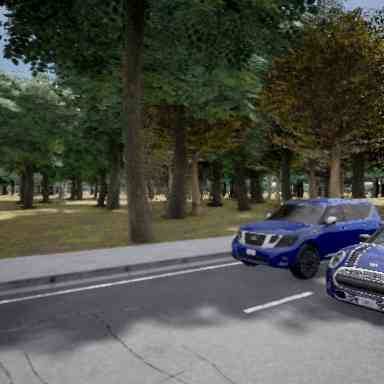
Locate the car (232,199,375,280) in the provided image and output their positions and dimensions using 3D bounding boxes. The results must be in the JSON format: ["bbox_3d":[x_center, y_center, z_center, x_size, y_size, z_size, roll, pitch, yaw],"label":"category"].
[{"bbox_3d":[3.813,1.247,10.402,5.566,2.045,2.150,0,0,-36],"label":"car"}]

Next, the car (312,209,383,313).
[{"bbox_3d":[4.941,1.375,7.216,4.553,1.767,2.097,0,0,-36],"label":"car"}]
